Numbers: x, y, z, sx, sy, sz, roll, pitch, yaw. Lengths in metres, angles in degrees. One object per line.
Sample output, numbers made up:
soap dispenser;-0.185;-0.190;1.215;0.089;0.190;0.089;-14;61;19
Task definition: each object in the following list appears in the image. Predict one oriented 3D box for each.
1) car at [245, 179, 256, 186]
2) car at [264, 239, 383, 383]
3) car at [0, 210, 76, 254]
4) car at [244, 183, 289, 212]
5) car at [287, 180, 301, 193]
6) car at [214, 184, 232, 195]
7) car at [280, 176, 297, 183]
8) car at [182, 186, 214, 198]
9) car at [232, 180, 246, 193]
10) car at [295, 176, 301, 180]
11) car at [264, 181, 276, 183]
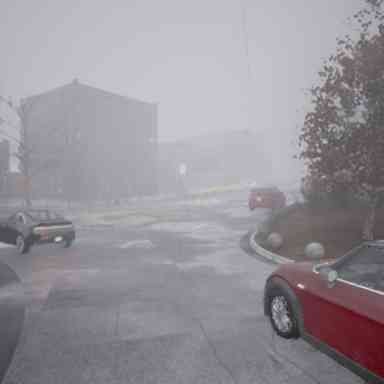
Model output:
car;10.207;-1.279;62.302;2.435;2.045;5.566;0;4;35
car;2.766;1.344;4.057;2.097;1.767;4.553;0;0;-18
car;-6.601;1.465;13.471;4.902;1.511;2.128;0;0;41
car;6.790;0.570;29.812;2.150;2.045;5.566;0;4;28
car;16.560;-0.561;50.974;1.812;1.442;4.674;0;4;35
car;3.768;-0.336;53.019;1.946;1.575;5.366;0;4;35
car;22.802;-2.386;80.471;2.231;1.521;4.892;0;4;35
car;0.619;0.006;48.495;1.946;1.575;5.366;0;4;35
car;6.910;-0.675;57.551;1.946;1.575;5.366;0;4;35
car;25.915;-2.975;84.962;2.435;2.045;5.566;0;4;35
car;16.494;-1.677;71.380;2.163;1.488;4.792;0;4;35
